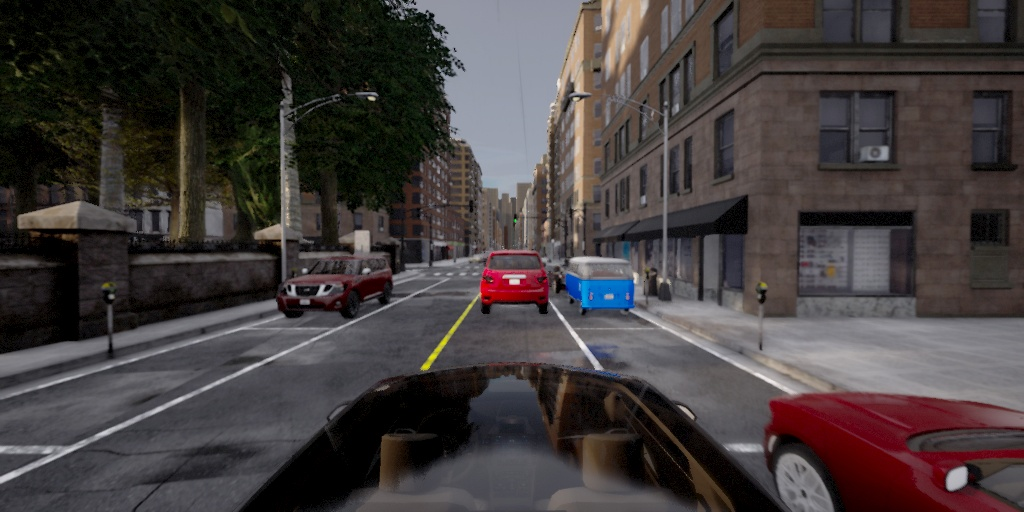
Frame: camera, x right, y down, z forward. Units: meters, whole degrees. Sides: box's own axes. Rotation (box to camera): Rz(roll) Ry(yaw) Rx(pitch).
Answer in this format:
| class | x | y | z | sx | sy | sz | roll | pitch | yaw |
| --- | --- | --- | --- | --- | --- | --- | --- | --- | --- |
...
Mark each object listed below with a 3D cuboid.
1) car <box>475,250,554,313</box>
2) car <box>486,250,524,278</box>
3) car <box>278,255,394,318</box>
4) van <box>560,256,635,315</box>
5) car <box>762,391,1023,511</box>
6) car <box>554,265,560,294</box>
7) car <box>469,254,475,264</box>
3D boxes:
| class | x | y | z | sx | sy | sz | roll | pitch | yaw |
| --- | --- | --- | --- | --- | --- | --- | --- | --- | --- |
| car | 0.098 | 0.796 | 13.190 | 2.150 | 2.045 | 5.566 | 0 | 1 | 0 |
| car | -0.729 | 0.543 | 29.085 | 2.150 | 2.045 | 5.566 | 0 | 1 | -11 |
| car | -5.669 | 0.901 | 12.339 | 2.192 | 1.841 | 5.009 | 0 | 0 | 0 |
| van | 2.855 | 0.926 | 12.380 | 1.690 | 1.789 | 3.998 | 0 | 0 | 0 |
| car | 2.857 | 1.305 | 1.061 | 1.888 | 1.381 | 4.507 | 0 | 0 | 0 |
| car | 2.855 | 1.063 | 18.040 | 1.948 | 1.339 | 4.313 | 0 | 0 | 0 |
| car | -5.675 | 0.417 | 55.853 | 1.751 | 1.417 | 4.829 | 0 | 0 | 0 |
